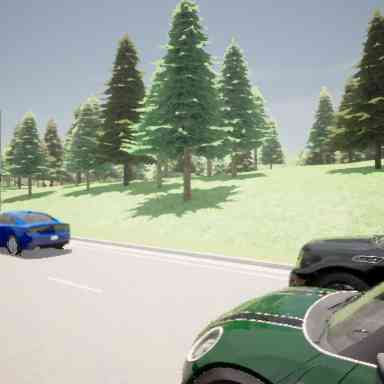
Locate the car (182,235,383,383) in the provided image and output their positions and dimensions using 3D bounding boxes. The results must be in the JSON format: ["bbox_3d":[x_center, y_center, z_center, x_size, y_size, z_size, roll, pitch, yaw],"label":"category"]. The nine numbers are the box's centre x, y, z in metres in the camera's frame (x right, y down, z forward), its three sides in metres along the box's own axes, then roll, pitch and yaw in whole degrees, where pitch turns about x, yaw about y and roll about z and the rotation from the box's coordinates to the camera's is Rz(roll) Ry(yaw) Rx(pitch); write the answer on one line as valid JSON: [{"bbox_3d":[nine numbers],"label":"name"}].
[{"bbox_3d":[2.102,1.352,2.493,4.553,1.767,2.097,0,0,36],"label":"car"}]

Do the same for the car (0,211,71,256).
[{"bbox_3d":[-6.883,1.477,13.224,5.008,1.535,1.882,0,0,36],"label":"car"}]

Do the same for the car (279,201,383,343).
[{"bbox_3d":[4.424,1.221,5.134,5.566,2.045,2.150,0,0,36],"label":"car"}]
